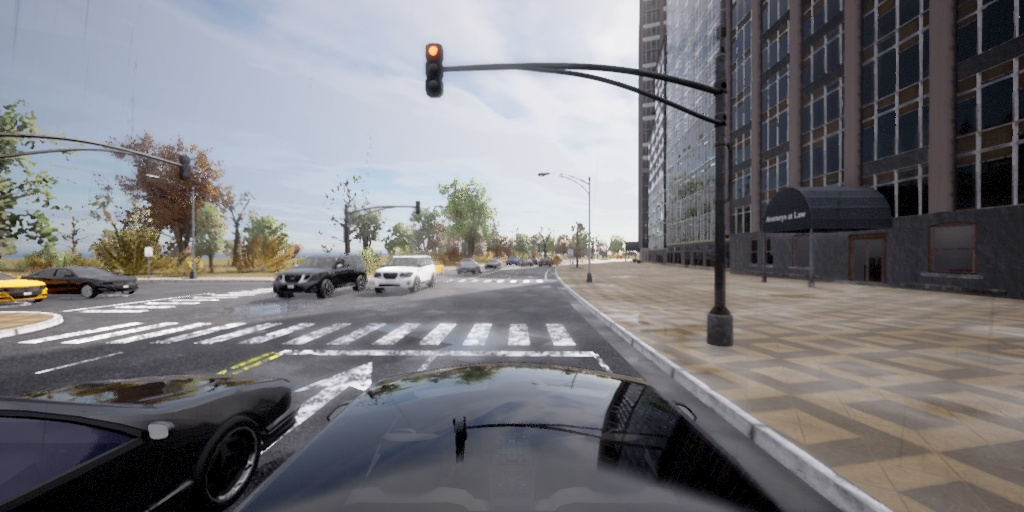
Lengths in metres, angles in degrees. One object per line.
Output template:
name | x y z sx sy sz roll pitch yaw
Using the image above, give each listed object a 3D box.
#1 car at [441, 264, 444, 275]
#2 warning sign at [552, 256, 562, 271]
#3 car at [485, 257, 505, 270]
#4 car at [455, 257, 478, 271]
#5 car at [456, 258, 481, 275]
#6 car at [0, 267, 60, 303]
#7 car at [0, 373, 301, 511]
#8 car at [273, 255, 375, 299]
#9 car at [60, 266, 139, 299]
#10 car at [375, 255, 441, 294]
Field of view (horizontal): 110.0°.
car | -8.163 1.207 35.229 1.882 1.535 5.008 0 0 6
warning sign | 5.525 0.847 43.921 1.300 1.860 1.060 0 0 7
car | -2.752 1.228 52.930 1.837 1.490 4.892 0 0 8
car | -6.378 1.076 50.457 2.097 1.767 4.553 0 0 8
car | -4.546 1.255 38.467 1.812 1.442 4.674 0 0 6
car | -22.473 1.282 14.905 5.008 1.535 1.882 0 0 3
car | -3.128 1.298 1.222 2.033 1.411 5.357 0 0 1
car | -9.381 0.960 18.189 2.150 2.045 5.566 0 0 3
car | -21.831 1.267 18.126 5.008 1.535 1.882 0 0 4
car | -5.994 0.959 20.681 2.150 2.045 5.566 0 0 3
